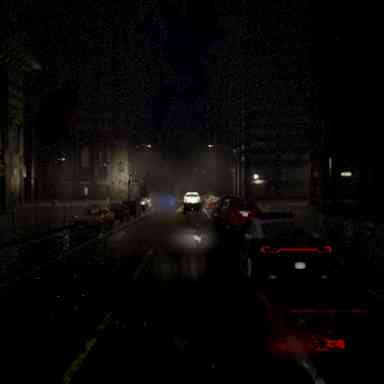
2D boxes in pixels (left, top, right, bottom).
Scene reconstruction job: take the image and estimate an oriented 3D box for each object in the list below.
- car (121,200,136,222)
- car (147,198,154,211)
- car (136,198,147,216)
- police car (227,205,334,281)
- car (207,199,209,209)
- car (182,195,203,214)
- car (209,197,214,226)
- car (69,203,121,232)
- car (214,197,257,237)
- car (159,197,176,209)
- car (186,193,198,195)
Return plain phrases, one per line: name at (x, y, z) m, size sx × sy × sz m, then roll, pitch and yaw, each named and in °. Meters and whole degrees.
car at (-5.761, 1.518, 25.402) m, size 1.802 × 1.307 × 4.206 m, roll 0°, pitch 0°, yaw 0°
car at (-5.759, 1.479, 36.675) m, size 1.947 × 1.339 × 4.313 m, roll 0°, pitch 0°, yaw 0°
car at (-5.760, 1.490, 31.039) m, size 1.947 × 1.339 × 4.313 m, roll 0°, pitch 0°, yaw 0°
police car at (2.368, 1.398, 9.858) m, size 1.930 × 1.638 × 5.238 m, roll 0°, pitch 0°, yaw 0°
car at (2.765, 1.490, 31.039) m, size 1.947 × 1.339 × 4.313 m, roll 0°, pitch 0°, yaw 0°
car at (0.060, 1.410, 33.962) m, size 2.128 × 1.511 × 4.902 m, roll 0°, pitch 0°, yaw 1°
car at (2.763, 1.251, 25.403) m, size 2.192 × 1.841 × 5.009 m, roll 0°, pitch 0°, yaw 0°
car at (-5.762, 1.474, 19.595) m, size 1.752 × 1.417 × 4.829 m, roll 0°, pitch 0°, yaw 0°
car at (2.762, 1.264, 19.766) m, size 2.192 × 1.841 × 5.009 m, roll 0°, pitch 0°, yaw 0°
car at (-3.049, 1.379, 42.534) m, size 1.882 × 1.535 × 5.008 m, roll 0°, pitch 0°, yaw 0°
car at (0.009, 1.118, 44.966) m, size 2.150 × 2.045 × 5.566 m, roll 0°, pitch 0°, yaw 0°
